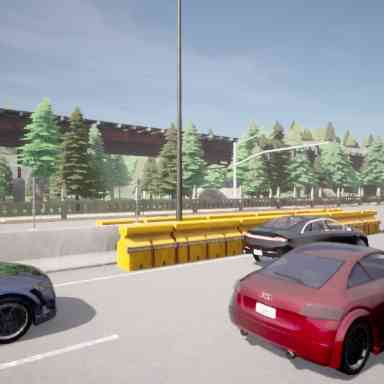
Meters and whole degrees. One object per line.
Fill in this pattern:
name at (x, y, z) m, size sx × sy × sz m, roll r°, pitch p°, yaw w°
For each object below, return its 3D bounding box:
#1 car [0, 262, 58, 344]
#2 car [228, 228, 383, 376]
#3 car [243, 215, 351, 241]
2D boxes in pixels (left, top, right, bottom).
car at (-4.292, 1.564, 4.981) m, size 4.181 × 1.385 × 1.994 m, roll 0°, pitch 0°, yaw -36°
car at (2.630, 1.564, 5.634) m, size 4.181 × 1.385 × 1.994 m, roll 0°, pitch 0°, yaw -35°
car at (3.829, 1.491, 10.786) m, size 4.902 × 1.511 × 2.128 m, roll 0°, pitch 0°, yaw -36°
